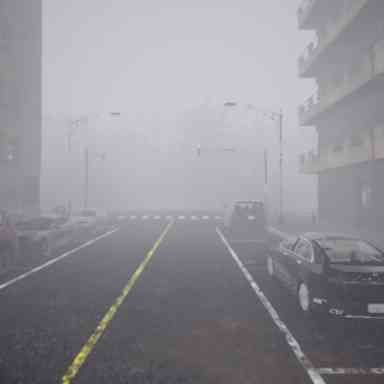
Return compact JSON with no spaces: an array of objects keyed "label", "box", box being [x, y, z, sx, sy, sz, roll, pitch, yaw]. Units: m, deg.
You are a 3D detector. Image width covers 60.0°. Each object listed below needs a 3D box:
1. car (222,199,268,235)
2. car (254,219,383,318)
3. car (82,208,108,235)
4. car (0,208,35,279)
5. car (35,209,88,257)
[{"label":"car","box":[2.838,1.299,18.408,2.192,1.841,5.009,1,0,0]},{"label":"car","box":[2.837,1.544,7.273,2.008,1.369,4.403,1,0,0]},{"label":"car","box":[-5.813,1.566,18.441,1.802,1.307,4.206,1,0,0]},{"label":"car","box":[-5.808,1.309,7.304,2.192,1.841,5.009,1,0,0]},{"label":"car","box":[-5.812,1.555,12.873,1.947,1.339,4.313,1,0,0]}]
